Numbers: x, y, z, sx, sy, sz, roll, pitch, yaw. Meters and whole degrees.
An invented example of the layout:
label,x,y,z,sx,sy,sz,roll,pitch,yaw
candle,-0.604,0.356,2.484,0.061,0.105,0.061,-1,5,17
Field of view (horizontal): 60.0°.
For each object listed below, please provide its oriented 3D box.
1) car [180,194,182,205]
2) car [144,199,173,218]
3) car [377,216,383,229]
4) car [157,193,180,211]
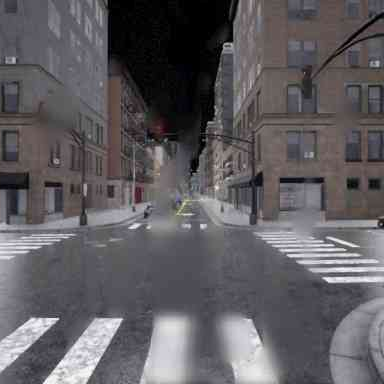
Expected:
label,x,y,z,sx,sy,sz,roll,pitch,yaw
car,-2.942,1.162,58.398,2.150,2.045,5.566,0,0,1
car,-3.046,1.554,29.504,1.994,1.385,4.181,0,0,0
car,12.169,1.441,17.439,4.507,1.381,1.887,-1,0,1
car,-3.027,1.198,41.046,2.150,2.045,5.566,0,0,0
